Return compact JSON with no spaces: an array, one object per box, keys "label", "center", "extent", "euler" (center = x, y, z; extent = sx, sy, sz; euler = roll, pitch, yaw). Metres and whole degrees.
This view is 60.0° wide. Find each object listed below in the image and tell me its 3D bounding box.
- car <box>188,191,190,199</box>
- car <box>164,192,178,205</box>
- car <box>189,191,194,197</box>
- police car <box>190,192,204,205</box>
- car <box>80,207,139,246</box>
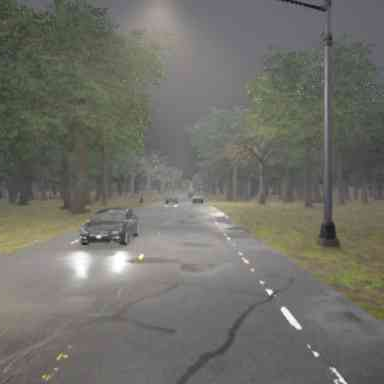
[{"label":"car","center":[-0.025,0.852,93.648],"extent":[2.150,2.045,5.566],"euler":[0,0,0]},{"label":"car","center":[-3.552,1.103,58.459],"extent":[2.150,2.045,5.566],"euler":[0,0,1]},{"label":"car","center":[1.030,1.167,73.972],"extent":[2.097,1.767,4.553],"euler":[0,0,0]},{"label":"police car","center":[1.034,1.308,58.109],"extent":[1.930,1.638,5.238],"euler":[0,0,0]},{"label":"car","center":[-3.604,1.488,15.276],"extent":[1.837,1.490,4.892],"euler":[0,0,0]}]
